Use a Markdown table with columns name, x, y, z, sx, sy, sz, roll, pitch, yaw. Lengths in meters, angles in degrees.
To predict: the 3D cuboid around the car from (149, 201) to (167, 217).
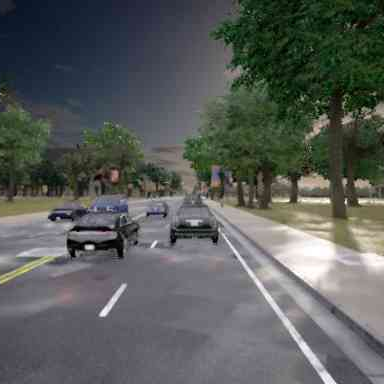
| name | x | y | z | sx | sy | sz | roll | pitch | yaw |
| --- | --- | --- | --- | --- | --- | --- | --- | --- | --- |
| car | -3.151 | 1.554 | 31.279 | 2.033 | 1.411 | 5.357 | 0 | 0 | 0 |

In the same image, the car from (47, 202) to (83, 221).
| name | x | y | z | sx | sy | sz | roll | pitch | yaw |
| --- | --- | --- | --- | --- | --- | --- | --- | --- | --- |
| car | -9.753 | 1.546 | 26.958 | 2.033 | 1.411 | 5.357 | 0 | 0 | 0 |

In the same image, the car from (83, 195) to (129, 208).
| name | x | y | z | sx | sy | sz | roll | pitch | yaw |
| --- | --- | --- | --- | --- | --- | --- | --- | --- | --- |
| car | -6.507 | 1.223 | 26.587 | 2.150 | 2.045 | 5.566 | 0 | 0 | 0 |

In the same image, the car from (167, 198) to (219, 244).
| name | x | y | z | sx | sy | sz | roll | pitch | yaw |
| --- | --- | --- | --- | --- | --- | --- | --- | --- | --- |
| car | 0.100 | 1.344 | 16.001 | 2.097 | 1.767 | 4.553 | 0 | 0 | 0 |

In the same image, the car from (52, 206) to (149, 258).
| name | x | y | z | sx | sy | sz | roll | pitch | yaw |
| --- | --- | --- | --- | --- | --- | --- | --- | --- | --- |
| car | -3.149 | 1.485 | 12.646 | 2.128 | 1.511 | 4.902 | 0 | 0 | 0 |

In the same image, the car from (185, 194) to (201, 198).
| name | x | y | z | sx | sy | sz | roll | pitch | yaw |
| --- | --- | --- | --- | --- | --- | --- | --- | --- | --- |
| car | 0.101 | 1.249 | 38.187 | 2.150 | 2.045 | 5.566 | 0 | 0 | 0 |
